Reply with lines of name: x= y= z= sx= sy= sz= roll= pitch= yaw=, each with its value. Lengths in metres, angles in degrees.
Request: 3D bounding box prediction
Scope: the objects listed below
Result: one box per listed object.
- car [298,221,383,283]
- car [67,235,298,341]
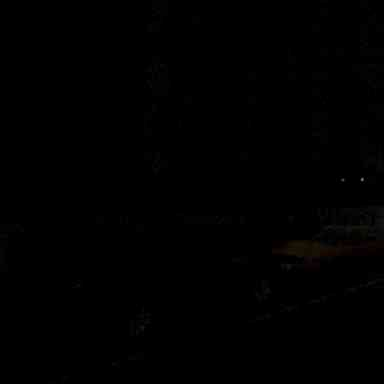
car: x=4.316 y=1.559 z=9.728 sx=4.829 sy=1.417 sz=1.752 roll=0 pitch=0 yaw=-35
car: x=-0.139 y=1.579 z=6.552 sx=4.313 sy=1.339 sz=1.947 roll=0 pitch=0 yaw=-35
